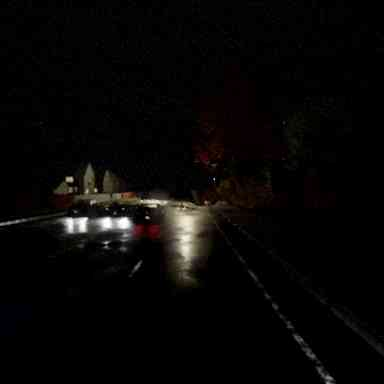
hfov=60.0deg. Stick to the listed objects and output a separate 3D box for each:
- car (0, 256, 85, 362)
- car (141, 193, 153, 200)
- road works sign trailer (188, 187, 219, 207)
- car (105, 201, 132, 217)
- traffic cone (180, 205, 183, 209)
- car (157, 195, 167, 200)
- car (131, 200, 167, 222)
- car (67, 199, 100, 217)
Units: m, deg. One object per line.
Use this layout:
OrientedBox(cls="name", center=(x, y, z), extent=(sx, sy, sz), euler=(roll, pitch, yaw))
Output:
OrientedBox(cls="car", center=(-3.148, 1.587, 4.849), extent=(1.895, 1.301, 4.718), euler=(0, 0, 0))
OrientedBox(cls="car", center=(-9.724, 1.071, 72.158), extent=(2.097, 1.767, 4.553), euler=(0, 0, 0))
OrientedBox(cls="road works sign trailer", center=(1.001, 0.820, 42.194), extent=(2.880, 2.380, 3.560), euler=(-35, -25, 33))
OrientedBox(cls="car", center=(-6.586, 1.502, 30.662), extent=(1.895, 1.301, 4.718), euler=(0, 0, 0))
OrientedBox(cls="traffic cone", center=(-1.366, 1.818, 41.282), extent=(0.340, 0.580, 0.340), euler=(0, 0, 0))
OrientedBox(cls="car", center=(-6.474, 1.311, 72.098), extent=(1.895, 1.301, 4.718), euler=(0, 0, 0))
OrientedBox(cls="car", center=(-3.141, 1.521, 25.644), extent=(1.895, 1.301, 4.718), euler=(0, 0, 0))
OrientedBox(cls="car", center=(-9.836, 1.393, 30.542), extent=(2.128, 1.511, 4.902), euler=(0, 0, 0))
